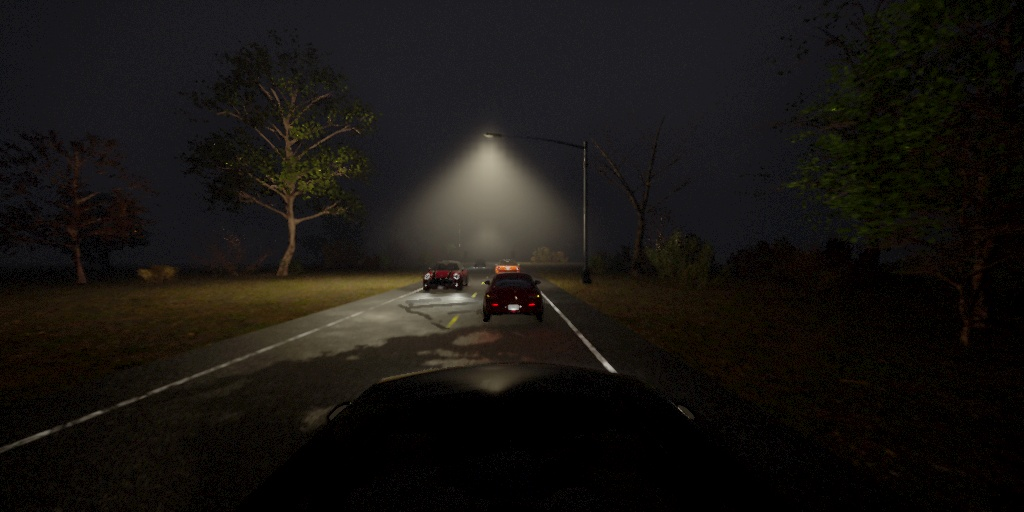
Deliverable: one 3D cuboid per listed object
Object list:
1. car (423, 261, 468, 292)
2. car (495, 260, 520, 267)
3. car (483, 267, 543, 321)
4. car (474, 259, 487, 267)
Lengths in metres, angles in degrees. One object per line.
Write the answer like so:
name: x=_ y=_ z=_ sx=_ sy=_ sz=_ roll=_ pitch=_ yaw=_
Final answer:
car: x=-3.830 y=1.093 z=21.253 sx=2.097 sy=1.767 sz=4.553 roll=0 pitch=0 yaw=-1
car: x=-0.382 y=1.081 z=30.955 sx=2.097 sy=1.767 sz=4.553 roll=0 pitch=0 yaw=-2
car: x=0.017 y=1.272 z=12.344 sx=1.812 sy=1.442 sz=4.674 roll=0 pitch=0 yaw=-1
car: x=-5.435 y=1.206 z=61.805 sx=1.812 sy=1.442 sz=4.674 roll=0 pitch=0 yaw=-3
